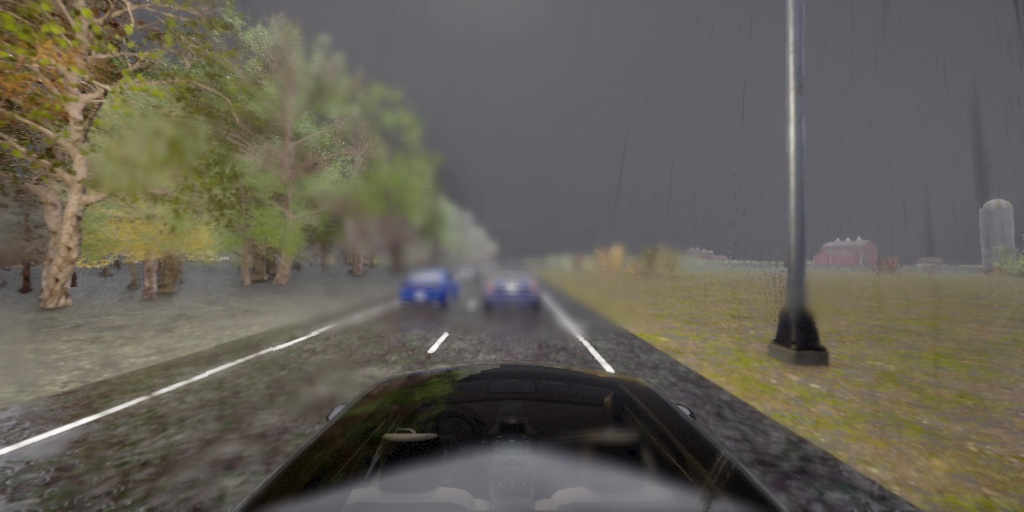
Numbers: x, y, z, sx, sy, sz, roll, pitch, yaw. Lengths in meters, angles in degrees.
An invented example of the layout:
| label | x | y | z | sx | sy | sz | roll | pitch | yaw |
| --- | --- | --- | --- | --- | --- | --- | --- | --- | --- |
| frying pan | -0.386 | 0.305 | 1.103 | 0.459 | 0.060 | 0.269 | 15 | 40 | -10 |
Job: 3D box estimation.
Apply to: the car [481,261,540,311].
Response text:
| label | x | y | z | sx | sy | sz | roll | pitch | yaw |
| --- | --- | --- | --- | --- | --- | --- | --- | --- | --- |
| car | 0.023 | 1.242 | 15.303 | 2.097 | 1.767 | 4.553 | 0 | -1 | 0 |

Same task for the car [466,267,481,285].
| label | x | y | z | sx | sy | sz | roll | pitch | yaw |
| --- | --- | --- | --- | --- | --- | --- | --- | --- | --- |
| car | -3.483 | 1.583 | 29.384 | 2.033 | 1.411 | 5.357 | 0 | -1 | 0 |

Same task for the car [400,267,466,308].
| label | x | y | z | sx | sy | sz | roll | pitch | yaw |
| --- | --- | --- | --- | --- | --- | --- | --- | --- | --- |
| car | -3.470 | 1.376 | 16.110 | 1.882 | 1.535 | 5.008 | 0 | 0 | 0 |

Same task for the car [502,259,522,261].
| label | x | y | z | sx | sy | sz | roll | pitch | yaw |
| --- | --- | --- | --- | --- | --- | --- | --- | --- | --- |
| car | 0.018 | 1.261 | 29.430 | 2.150 | 2.045 | 5.566 | 0 | 0 | 0 |
